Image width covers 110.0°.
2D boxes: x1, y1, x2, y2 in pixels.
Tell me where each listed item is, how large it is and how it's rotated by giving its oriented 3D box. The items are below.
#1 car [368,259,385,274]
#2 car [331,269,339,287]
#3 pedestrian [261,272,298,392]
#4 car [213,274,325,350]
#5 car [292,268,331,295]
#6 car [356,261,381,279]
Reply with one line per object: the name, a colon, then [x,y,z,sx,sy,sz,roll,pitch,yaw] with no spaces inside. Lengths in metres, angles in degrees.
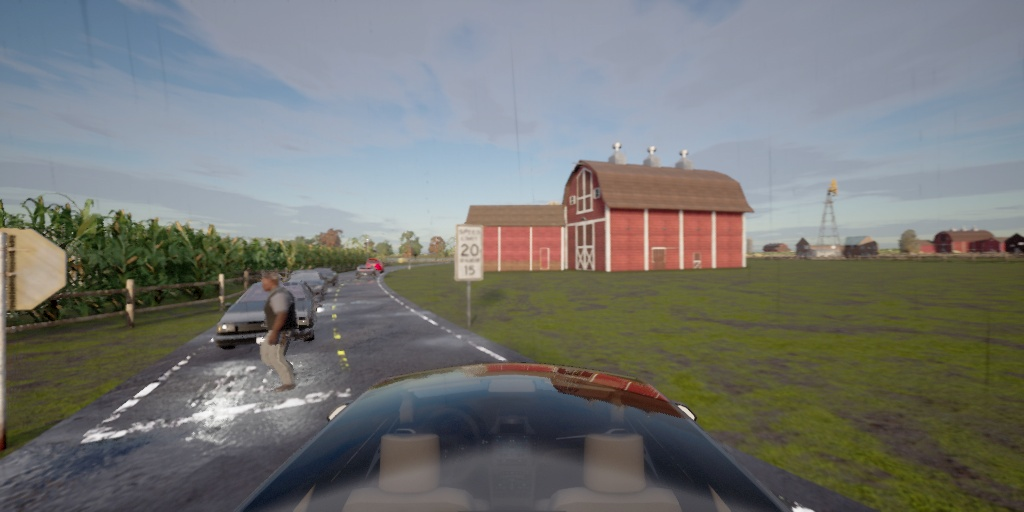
car: [-19.475,1.470,51.048,2.150,2.045,5.566,0,0,-16]
car: [-14.671,1.621,27.816,1.994,1.385,4.181,0,-1,-21]
pedestrian: [-3.500,1.099,5.393,0.375,1.860,0.375,-1,1,-29]
car: [-6.424,1.408,9.928,2.033,1.411,5.357,0,-1,-27]
car: [-10.729,1.488,18.719,1.812,1.442,4.674,0,-1,-25]
car: [-15.447,1.634,38.165,2.128,1.511,4.902,0,0,-19]
